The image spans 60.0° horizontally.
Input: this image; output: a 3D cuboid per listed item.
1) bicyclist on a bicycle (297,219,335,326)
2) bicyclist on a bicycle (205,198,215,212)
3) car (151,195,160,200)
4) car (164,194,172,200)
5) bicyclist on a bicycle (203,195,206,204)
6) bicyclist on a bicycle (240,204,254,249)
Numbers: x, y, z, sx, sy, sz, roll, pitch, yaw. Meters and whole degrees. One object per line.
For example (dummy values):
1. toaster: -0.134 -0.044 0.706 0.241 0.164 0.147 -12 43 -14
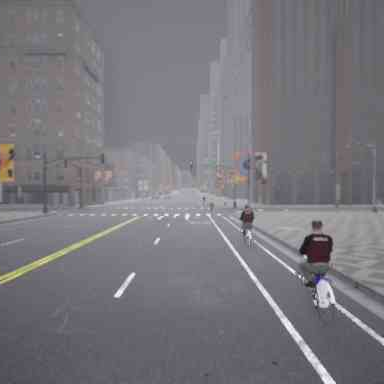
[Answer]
1. bicyclist on a bicycle: 2.253 1.378 6.207 0.659 1.776 1.843 0 0 0
2. bicyclist on a bicycle: 2.279 1.501 38.669 0.866 1.612 1.509 0 1 0
3. car: -9.710 1.358 89.083 1.994 1.385 4.181 0 0 0
4. car: -6.460 1.306 89.081 1.837 1.490 4.892 0 0 0
5. bicyclist on a bicycle: 2.278 1.500 61.821 0.659 1.776 1.843 0 0 0
6. bicyclist on a bicycle: 2.256 1.388 13.750 0.659 1.776 1.843 0 0 0
